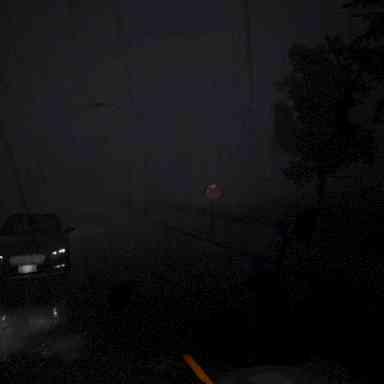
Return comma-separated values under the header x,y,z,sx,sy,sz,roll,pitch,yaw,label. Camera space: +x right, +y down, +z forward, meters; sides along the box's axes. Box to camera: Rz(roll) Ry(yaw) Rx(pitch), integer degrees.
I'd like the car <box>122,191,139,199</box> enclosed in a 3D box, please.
x,y,z,sx,sy,sz,roll,pitch,yaw,label
-12.692,0.525,69.466,2.038,1.542,4.974,0,1,8,car

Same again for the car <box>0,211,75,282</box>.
x,y,z,sx,sy,sz,roll,pitch,yaw,label
-4.491,1.345,9.481,2.128,1.511,4.902,-1,2,-22,car

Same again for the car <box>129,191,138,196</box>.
x,y,z,sx,sy,sz,roll,pitch,yaw,label
-12.700,0.369,69.411,1.853,1.218,4.536,0,1,8,car

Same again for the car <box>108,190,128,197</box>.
x,y,z,sx,sy,sz,roll,pitch,yaw,label
-15.411,0.311,68.716,3.633,1.501,1.845,-1,1,-11,car
